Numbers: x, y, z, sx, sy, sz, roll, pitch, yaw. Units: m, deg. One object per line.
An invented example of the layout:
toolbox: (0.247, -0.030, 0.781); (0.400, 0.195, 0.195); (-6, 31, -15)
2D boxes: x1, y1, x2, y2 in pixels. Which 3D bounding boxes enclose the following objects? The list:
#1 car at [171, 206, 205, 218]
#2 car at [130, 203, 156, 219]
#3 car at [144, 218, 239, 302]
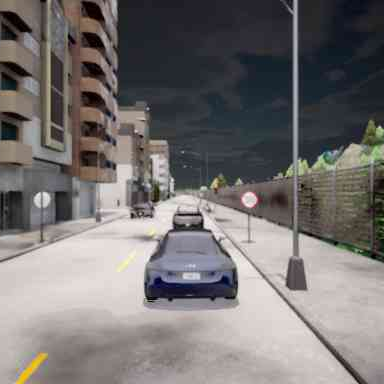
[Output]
car: (-0.232, 1.574, 20.242); (2.128, 1.511, 4.902); (0, 0, -1)
car: (-4.474, 1.728, 30.661); (1.994, 1.385, 4.181); (0, 0, -1)
car: (-0.060, 1.598, 8.428); (1.994, 1.385, 4.181); (0, 0, -1)
